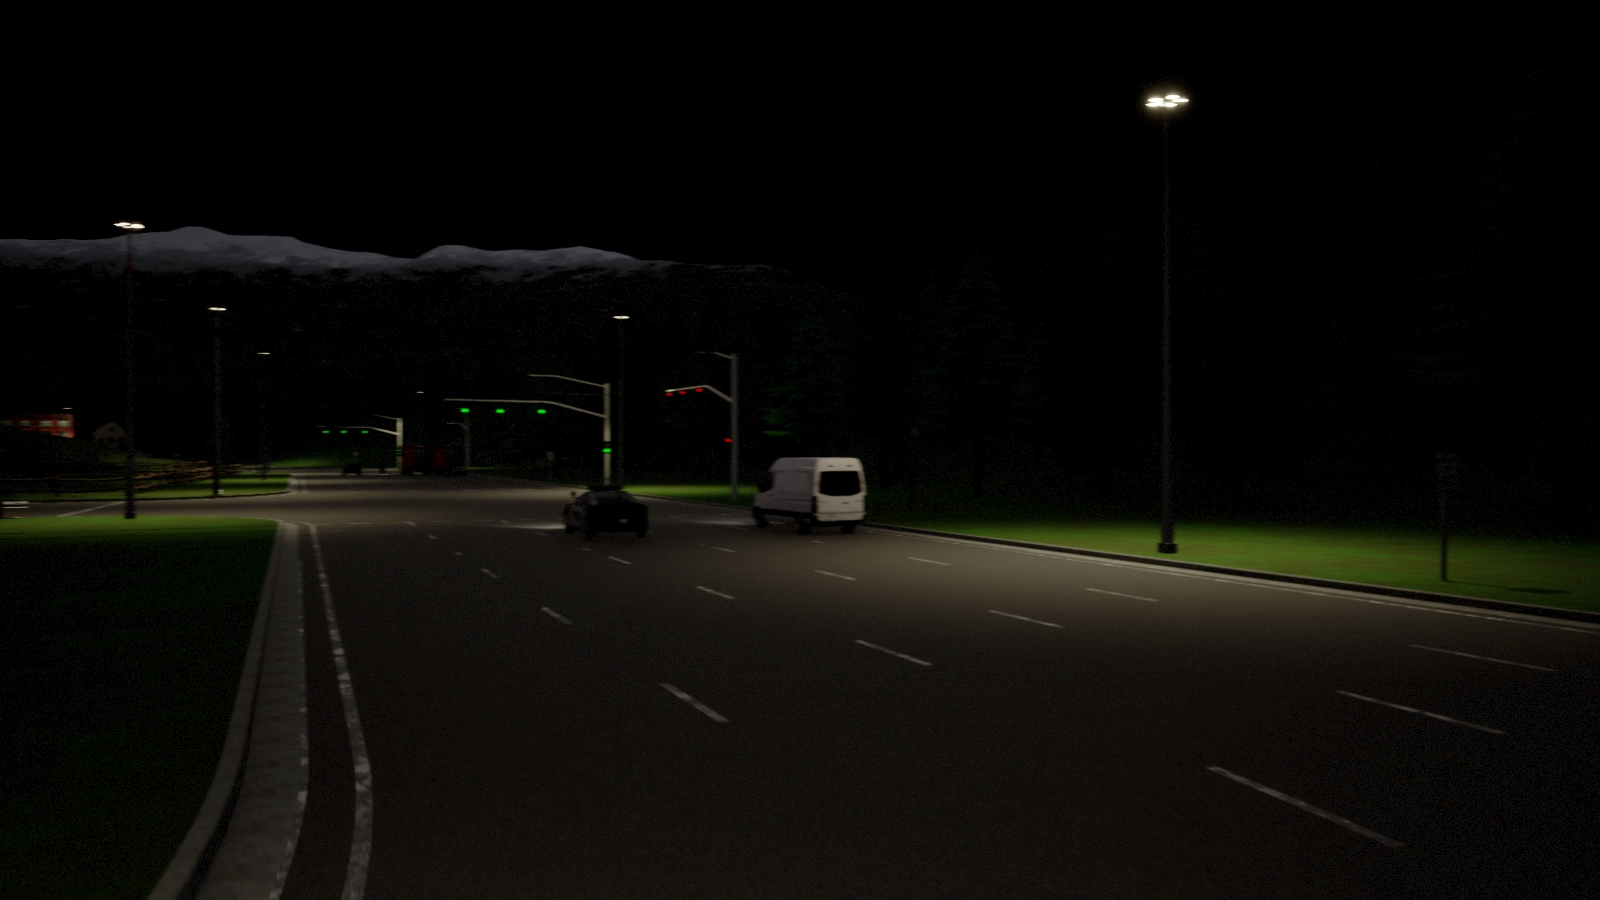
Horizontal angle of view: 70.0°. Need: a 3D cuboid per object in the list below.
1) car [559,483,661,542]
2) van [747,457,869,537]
[{"bbox_3d":[-6.365,1.996,37.774,2.097,1.638,5.238,0,0,-24],"label":"car"},{"bbox_3d":[0.156,1.533,40.034,1.988,2.561,5.915,0,0,-24],"label":"van"}]
